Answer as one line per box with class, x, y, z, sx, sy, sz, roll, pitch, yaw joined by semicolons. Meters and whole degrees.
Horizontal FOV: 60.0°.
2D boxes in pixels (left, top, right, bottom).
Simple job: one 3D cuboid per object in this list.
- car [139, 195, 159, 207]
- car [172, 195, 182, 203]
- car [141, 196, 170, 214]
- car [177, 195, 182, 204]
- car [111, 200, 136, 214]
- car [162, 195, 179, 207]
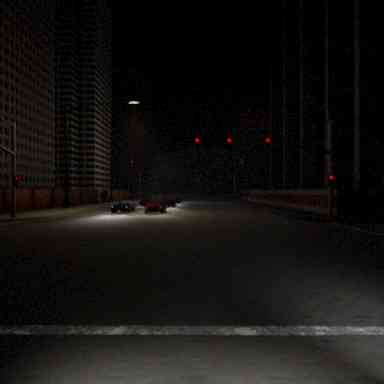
car;-6.993;1.511;52.190;2.033;1.411;5.357;0;0;1
car;-3.124;1.452;69.491;1.837;1.490;4.892;0;0;1
car;-3.761;1.453;34.665;1.882;1.535;5.008;0;0;1
car;-3.296;1.557;62.307;1.895;1.301;4.718;0;0;1
car;-7.253;1.576;35.483;1.895;1.301;4.718;0;0;1
car;-3.443;1.566;49.050;1.895;1.301;4.718;0;0;1
